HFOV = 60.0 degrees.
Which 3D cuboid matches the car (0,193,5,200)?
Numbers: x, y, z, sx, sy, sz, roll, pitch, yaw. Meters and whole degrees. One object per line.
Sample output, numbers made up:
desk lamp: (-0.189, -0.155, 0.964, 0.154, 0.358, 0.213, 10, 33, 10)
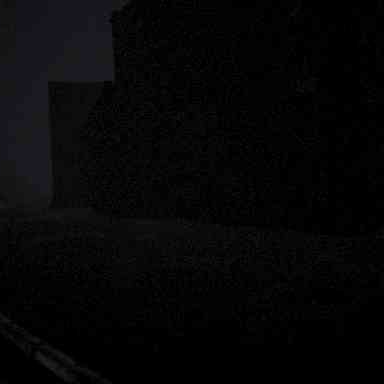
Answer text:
car: (-32.474, 0.879, 55.086, 1.895, 1.301, 4.718, -3, 3, -15)
